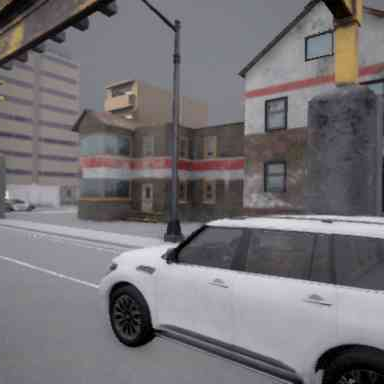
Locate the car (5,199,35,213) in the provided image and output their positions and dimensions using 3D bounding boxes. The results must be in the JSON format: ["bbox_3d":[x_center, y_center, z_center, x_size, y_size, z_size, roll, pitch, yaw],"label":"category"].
[{"bbox_3d":[-20.468,1.565,37.957,2.038,1.542,4.974,1,-1,19],"label":"car"}]

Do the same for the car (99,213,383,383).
[{"bbox_3d":[1.046,1.311,4.656,5.566,2.045,2.150,0,-1,39],"label":"car"}]

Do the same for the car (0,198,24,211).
[{"bbox_3d":[-23.471,1.544,40.853,4.974,1.542,2.038,1,-1,-26],"label":"car"}]

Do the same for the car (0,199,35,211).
[{"bbox_3d":[-20.449,1.408,38.008,1.853,1.218,4.536,1,-1,19],"label":"car"}]
